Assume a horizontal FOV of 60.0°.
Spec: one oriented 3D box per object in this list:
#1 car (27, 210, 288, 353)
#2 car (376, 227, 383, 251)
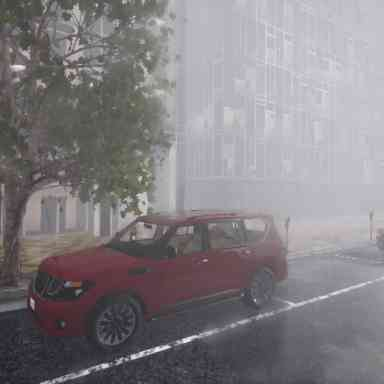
[{"bbox_3d":[-0.296,1.316,6.341,5.009,1.841,2.192,0,1,-36],"label":"car"},{"bbox_3d":[8.900,1.548,12.932,4.507,1.381,1.887,0,1,-36],"label":"car"}]
